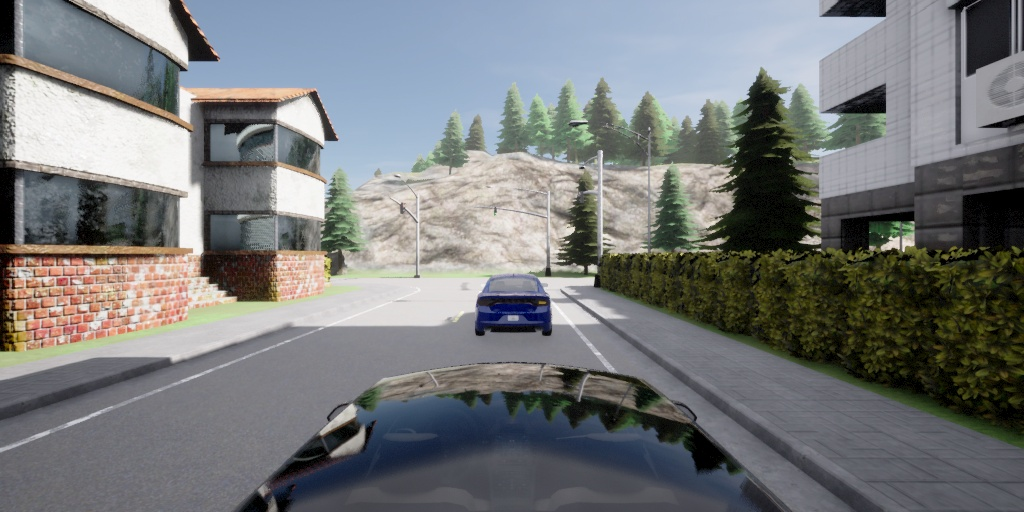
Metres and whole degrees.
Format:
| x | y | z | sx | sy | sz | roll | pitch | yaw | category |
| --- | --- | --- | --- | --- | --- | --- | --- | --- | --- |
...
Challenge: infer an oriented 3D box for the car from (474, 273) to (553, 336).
| x | y | z | sx | sy | sz | roll | pitch | yaw | category |
| --- | --- | --- | --- | --- | --- | --- | --- | --- | --- |
| 0.049 | 1.228 | 10.432 | 1.882 | 1.535 | 5.008 | 0 | 0 | 0 | car |
